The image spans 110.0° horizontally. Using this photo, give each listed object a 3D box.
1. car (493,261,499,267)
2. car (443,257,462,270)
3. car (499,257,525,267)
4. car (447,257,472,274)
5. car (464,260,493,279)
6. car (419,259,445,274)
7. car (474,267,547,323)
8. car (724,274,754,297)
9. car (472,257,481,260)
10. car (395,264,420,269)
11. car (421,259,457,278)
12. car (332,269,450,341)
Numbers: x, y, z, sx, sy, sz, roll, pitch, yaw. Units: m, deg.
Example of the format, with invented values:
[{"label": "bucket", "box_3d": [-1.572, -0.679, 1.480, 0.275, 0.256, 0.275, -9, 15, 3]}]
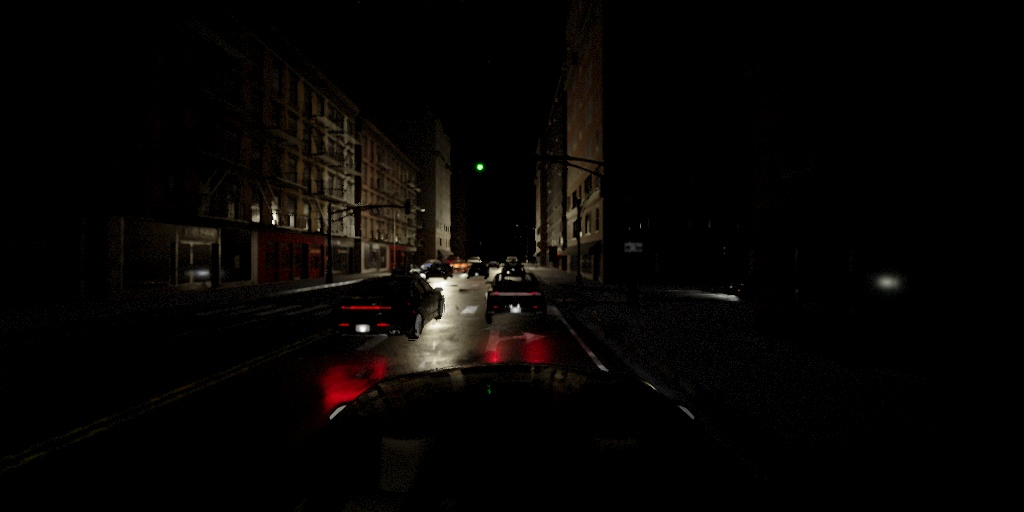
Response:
[{"label": "car", "box_3d": [-3.246, 1.539, 63.596, 1.994, 1.385, 4.181, 0, 0, 0]}, {"label": "car", "box_3d": [-9.805, 1.181, 59.415, 2.150, 2.045, 5.566, 0, 0, 1]}, {"label": "car", "box_3d": [0.100, 1.221, 33.425, 2.097, 1.767, 4.553, 0, 0, 0]}, {"label": "car", "box_3d": [-6.588, 1.263, 44.538, 2.097, 1.767, 4.553, 0, 0, 0]}, {"label": "car", "box_3d": [-3.150, 1.378, 34.486, 1.837, 1.490, 4.892, 0, 0, 0]}, {"label": "car", "box_3d": [-9.838, 1.262, 44.446, 2.097, 1.767, 4.553, 0, 0, 0]}, {"label": "car", "box_3d": [0.101, 1.285, 12.295, 2.128, 1.511, 4.902, 0, 0, 0]}, {"label": "car", "box_3d": [14.948, 1.677, 21.205, 4.181, 1.385, 1.994, 1, 0, 0]}, {"label": "car", "box_3d": [-6.534, 1.189, 62.432, 2.150, 2.045, 5.566, 0, 0, 0]}, {"label": "car", "box_3d": [-9.879, 1.418, 33.622, 2.033, 1.411, 5.357, 0, 0, -3]}, {"label": "car", "box_3d": [-6.596, 1.345, 32.801, 1.882, 1.535, 5.008, 0, 0, 0]}, {"label": "car", "box_3d": [-3.151, 1.287, 9.984, 1.837, 1.490, 4.892, 0, 0, 0]}]
